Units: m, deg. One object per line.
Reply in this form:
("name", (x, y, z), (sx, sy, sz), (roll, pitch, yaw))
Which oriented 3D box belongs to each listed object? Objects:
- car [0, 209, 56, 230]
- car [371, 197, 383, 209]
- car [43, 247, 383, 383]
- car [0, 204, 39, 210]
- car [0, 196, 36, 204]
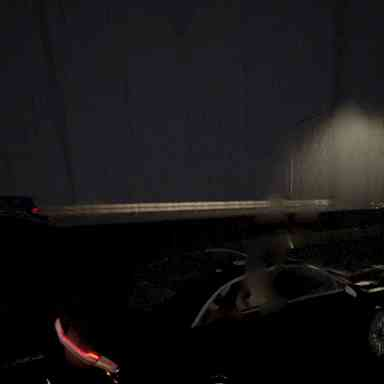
("car", (-7.212, 1.523, 11.749), (4.674, 1.442, 1.812), (0, 0, -35))
("car", (24.875, 1.354, 42.464), (4.553, 1.767, 2.097), (0, 0, -34))
("car", (0.768, 1.489, 4.278), (4.902, 1.511, 2.128), (0, 0, -35))
("car", (-8.849, 1.487, 14.864), (4.902, 1.511, 2.128), (0, 0, -35))
("car", (-11.064, 1.217, 17.586), (5.566, 2.045, 2.150), (0, 0, -35))
